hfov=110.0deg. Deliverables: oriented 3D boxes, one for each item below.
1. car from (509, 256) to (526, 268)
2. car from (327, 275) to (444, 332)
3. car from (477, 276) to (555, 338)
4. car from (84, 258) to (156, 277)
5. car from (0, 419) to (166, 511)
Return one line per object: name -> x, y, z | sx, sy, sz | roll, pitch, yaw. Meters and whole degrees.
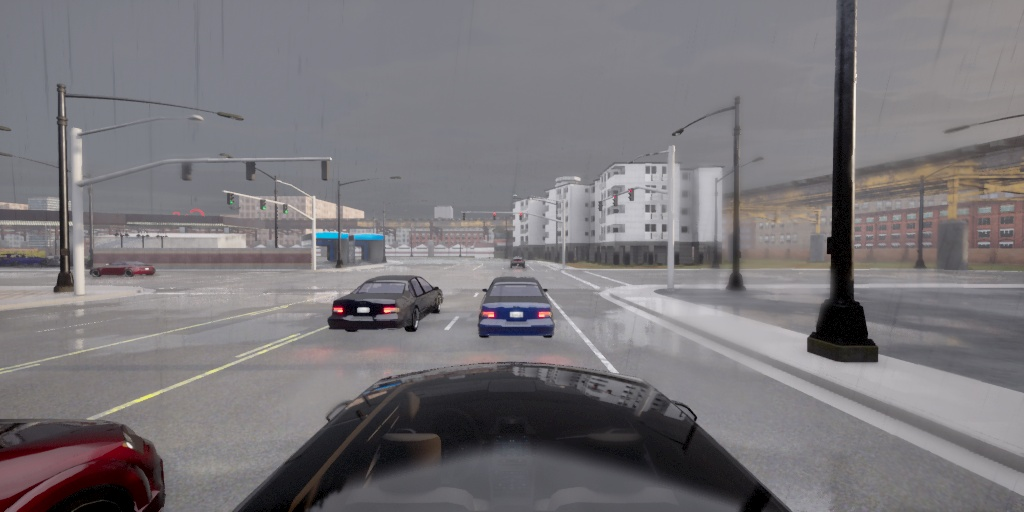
car -> 0.717, 0.772, 46.103 | 1.837, 1.490, 4.892 | 0, 1, 0
car -> -3.404, 1.274, 10.724 | 2.033, 1.411, 5.357 | 0, 0, 0
car -> 0.092, 1.279, 10.120 | 2.033, 1.411, 5.357 | 0, 0, 0
car -> -33.603, 1.084, 30.980 | 4.181, 1.385, 1.994 | 0, 1, -1
car -> -3.395, 1.314, 0.727 | 1.994, 1.385, 4.181 | 0, 0, 0
